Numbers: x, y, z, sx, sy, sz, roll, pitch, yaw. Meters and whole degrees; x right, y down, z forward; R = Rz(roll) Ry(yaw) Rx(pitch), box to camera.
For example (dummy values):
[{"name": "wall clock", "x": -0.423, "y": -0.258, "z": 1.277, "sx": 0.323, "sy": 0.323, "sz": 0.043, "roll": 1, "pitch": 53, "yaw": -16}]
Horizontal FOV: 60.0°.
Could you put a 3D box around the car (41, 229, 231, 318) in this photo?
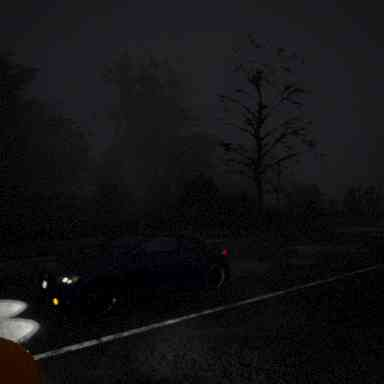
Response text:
[{"name": "car", "x": -1.147, "y": 1.563, "z": 7.437, "sx": 4.181, "sy": 1.385, "sz": 1.994, "roll": 0, "pitch": 0, "yaw": -35}]

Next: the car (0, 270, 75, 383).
[{"name": "car", "x": -3.325, "y": 1.479, "z": 1.375, "sx": 5.008, "sy": 1.535, "sz": 1.882, "roll": 0, "pitch": 0, "yaw": -35}]
